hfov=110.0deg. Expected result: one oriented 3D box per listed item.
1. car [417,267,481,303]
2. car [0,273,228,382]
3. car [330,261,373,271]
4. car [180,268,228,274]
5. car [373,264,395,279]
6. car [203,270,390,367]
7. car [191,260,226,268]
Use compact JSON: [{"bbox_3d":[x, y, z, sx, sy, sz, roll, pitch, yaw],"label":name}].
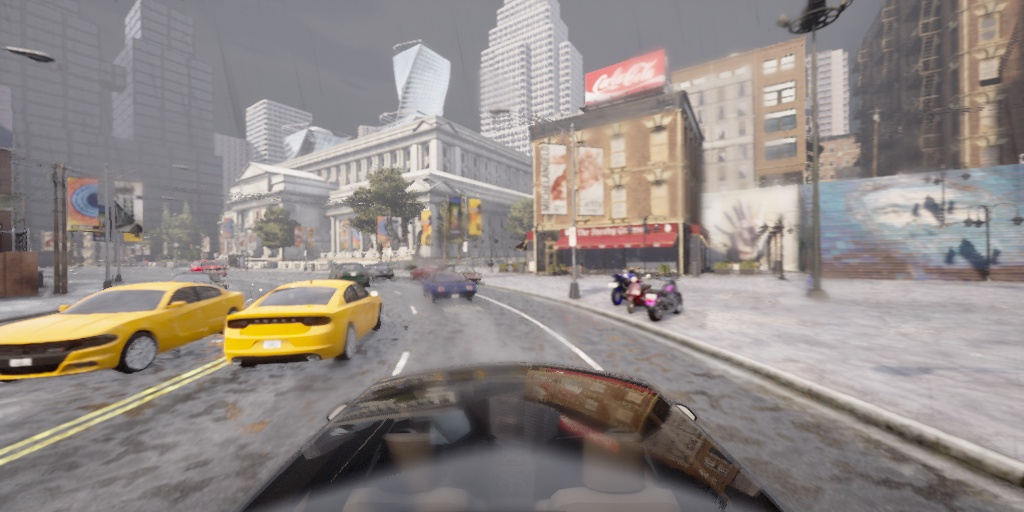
[{"bbox_3d":[-3.143,1.390,16.983,1.895,1.301,4.718,-1,0,-21],"label":"car"},{"bbox_3d":[-7.906,1.331,7.820,1.882,1.535,5.008,0,0,-12],"label":"car"},{"bbox_3d":[-11.663,1.254,25.528,2.097,1.767,4.553,-1,0,-33],"label":"car"},{"bbox_3d":[-14.621,1.468,16.543,1.812,1.442,4.674,-1,0,-27],"label":"car"},{"bbox_3d":[-12.535,1.460,32.610,2.033,1.411,5.357,-1,0,-41],"label":"car"},{"bbox_3d":[-4.296,1.284,8.247,1.882,1.535,5.008,0,0,-10],"label":"car"},{"bbox_3d":[-35.234,1.539,41.662,5.566,2.045,2.150,-1,0,34],"label":"car"}]
